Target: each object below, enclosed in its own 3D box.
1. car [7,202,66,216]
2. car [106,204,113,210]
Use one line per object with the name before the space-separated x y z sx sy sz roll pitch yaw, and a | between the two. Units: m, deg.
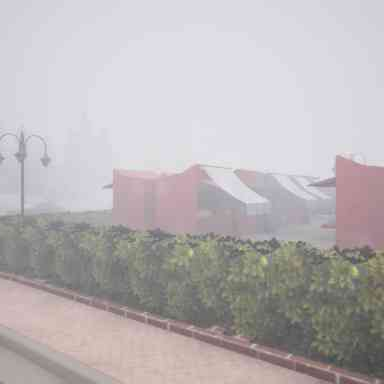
car | -12.968 1.581 28.004 1.812 1.442 4.674 0 0 35
car | -7.068 1.546 36.169 2.128 1.511 4.902 0 0 36
